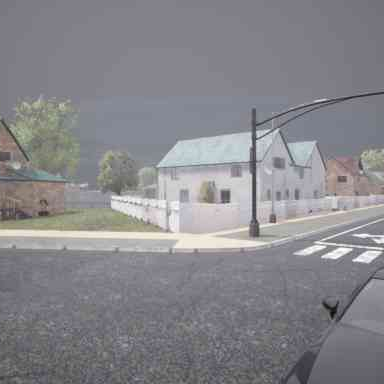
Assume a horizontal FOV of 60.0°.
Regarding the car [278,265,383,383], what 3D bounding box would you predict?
[{"bbox_3d":[2.512,1.524,3.380,1.812,1.442,4.674,0,0,42],"label":"car"}]
